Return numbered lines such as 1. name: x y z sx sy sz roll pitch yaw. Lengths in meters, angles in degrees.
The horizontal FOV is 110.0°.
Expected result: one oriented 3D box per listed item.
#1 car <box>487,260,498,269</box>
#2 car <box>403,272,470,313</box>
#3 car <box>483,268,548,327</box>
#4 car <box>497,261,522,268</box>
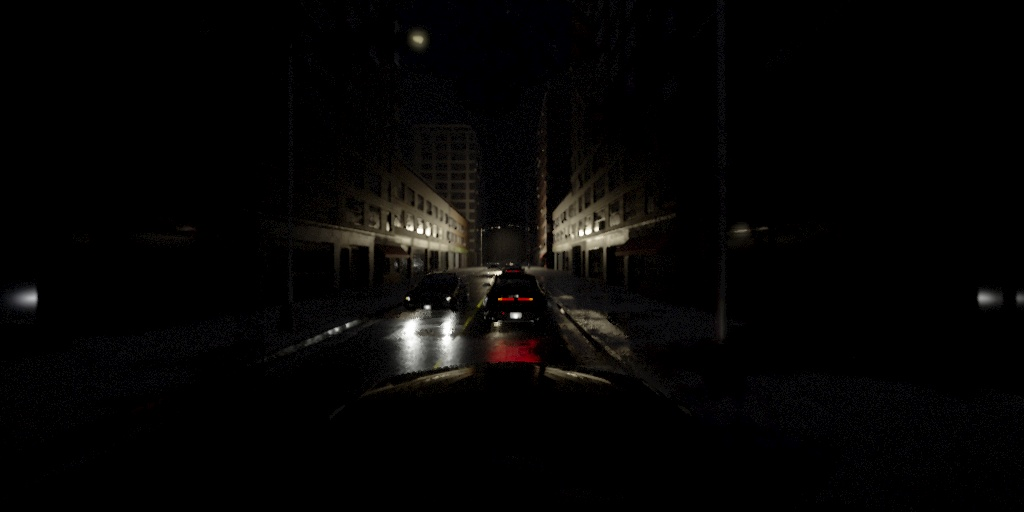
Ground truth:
1. car: -2.778 1.327 56.122 1.812 1.442 4.674 0 0 0
2. car: -2.855 1.372 14.775 2.033 1.411 5.357 0 0 0
3. car: 0.095 1.314 11.857 1.837 1.490 4.892 0 0 0
4. car: 0.086 1.405 29.660 2.128 1.511 4.902 0 0 0
